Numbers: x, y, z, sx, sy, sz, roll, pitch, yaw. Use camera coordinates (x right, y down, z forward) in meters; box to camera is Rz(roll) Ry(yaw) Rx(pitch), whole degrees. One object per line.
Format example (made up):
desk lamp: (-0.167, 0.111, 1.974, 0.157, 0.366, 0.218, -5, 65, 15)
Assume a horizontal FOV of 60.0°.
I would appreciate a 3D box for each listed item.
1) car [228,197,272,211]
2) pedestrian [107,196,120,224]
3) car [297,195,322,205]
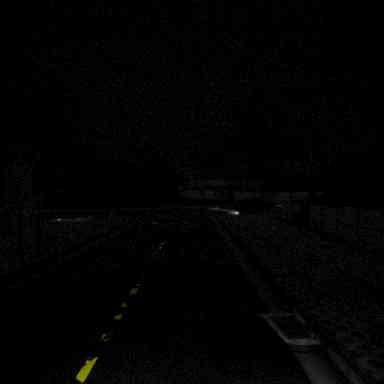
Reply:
car: (6.841, 1.333, 38.859, 5.357, 1.411, 2.033, -1, 3, -29)
pedestrian: (-5.067, 1.120, 21.212, 0.375, 1.860, 0.375, -3, 3, 1)
car: (16.322, 1.165, 44.476, 5.357, 1.411, 2.033, -1, 3, -33)
